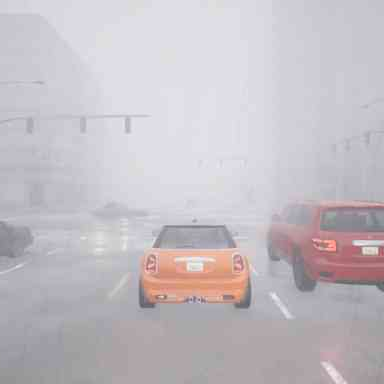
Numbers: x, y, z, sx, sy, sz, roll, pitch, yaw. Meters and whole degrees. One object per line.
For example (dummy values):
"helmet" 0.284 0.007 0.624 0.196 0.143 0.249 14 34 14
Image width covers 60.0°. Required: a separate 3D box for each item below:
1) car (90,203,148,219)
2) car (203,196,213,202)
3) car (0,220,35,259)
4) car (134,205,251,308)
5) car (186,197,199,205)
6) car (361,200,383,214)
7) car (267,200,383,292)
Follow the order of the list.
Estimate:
"car" -6.036 1.601 28.340 4.718 1.301 1.895 0 0 1
"car" 3.617 1.524 74.412 1.812 1.442 4.674 0 0 0
"car" -6.878 1.547 10.003 2.033 1.411 5.357 0 0 3
"car" 0.070 1.352 8.060 2.097 1.767 4.553 0 0 1
"car" 0.146 1.526 54.602 1.812 1.442 4.674 0 0 1
"car" 20.510 1.564 35.231 4.181 1.385 1.994 0 0 1
"car" 3.548 1.221 9.082 2.150 2.045 5.566 0 0 2
